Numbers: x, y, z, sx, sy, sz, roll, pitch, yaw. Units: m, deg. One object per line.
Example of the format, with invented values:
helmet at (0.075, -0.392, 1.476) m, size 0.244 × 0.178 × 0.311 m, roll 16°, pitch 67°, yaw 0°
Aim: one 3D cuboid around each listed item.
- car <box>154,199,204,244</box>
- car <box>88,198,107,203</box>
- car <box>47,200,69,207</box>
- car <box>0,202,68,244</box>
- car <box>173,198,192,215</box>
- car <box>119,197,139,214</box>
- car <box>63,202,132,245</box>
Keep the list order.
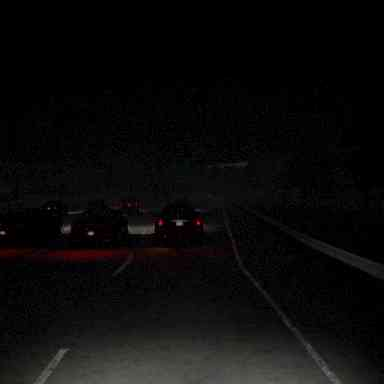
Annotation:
car at (-0.674, 1.329, 15.870) m, size 2.097 × 1.767 × 4.553 m, roll 0°, pitch 0°, yaw -4°
car at (-10.496, 1.451, 36.853) m, size 2.128 × 1.511 × 4.902 m, roll 0°, pitch 0°, yaw -10°
car at (-13.159, 1.518, 31.976) m, size 2.033 × 1.411 × 5.357 m, roll 0°, pitch 0°, yaw -9°
car at (-7.664, 1.465, 15.655) m, size 1.882 × 1.535 × 5.008 m, roll 0°, pitch 0°, yaw -4°
car at (-0.891, 1.455, 34.624) m, size 1.837 × 1.490 × 4.892 m, roll 0°, pitch 0°, yaw 0°
car at (-6.695, 1.308, 35.389) m, size 2.097 × 1.767 × 4.553 m, roll 0°, pitch 0°, yaw -10°
car at (-4.139, 1.460, 15.473) m, size 1.882 × 1.535 × 5.008 m, roll 0°, pitch 0°, yaw -4°
